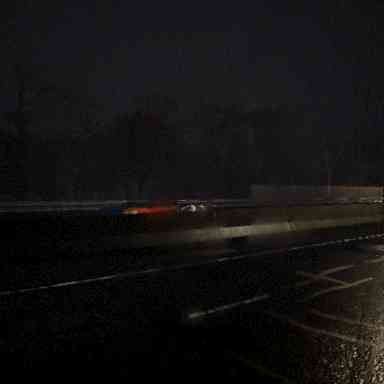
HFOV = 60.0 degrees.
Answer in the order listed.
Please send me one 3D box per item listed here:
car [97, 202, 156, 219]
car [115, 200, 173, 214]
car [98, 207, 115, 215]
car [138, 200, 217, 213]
[{"bbox_3d":[-5.763,1.599,29.275,4.718,1.301,1.895,0,0,-32],"label":"car"},{"bbox_3d":[-2.698,1.350,23.495,4.553,1.767,2.097,0,0,-35],"label":"car"},{"bbox_3d":[-4.848,1.476,26.259,5.008,1.535,1.882,0,0,-35],"label":"car"},{"bbox_3d":[-0.520,1.491,20.746,4.902,1.511,2.128,0,0,-35],"label":"car"}]
